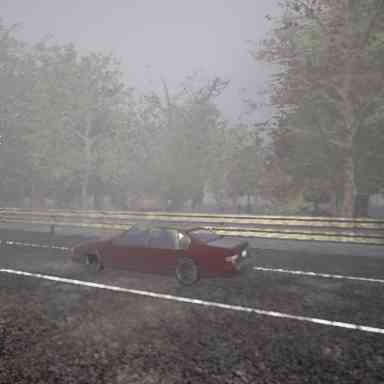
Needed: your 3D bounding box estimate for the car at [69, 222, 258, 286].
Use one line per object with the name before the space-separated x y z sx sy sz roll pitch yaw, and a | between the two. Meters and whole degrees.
car | -0.925 1.584 9.425 5.357 1.411 2.033 0 0 27
